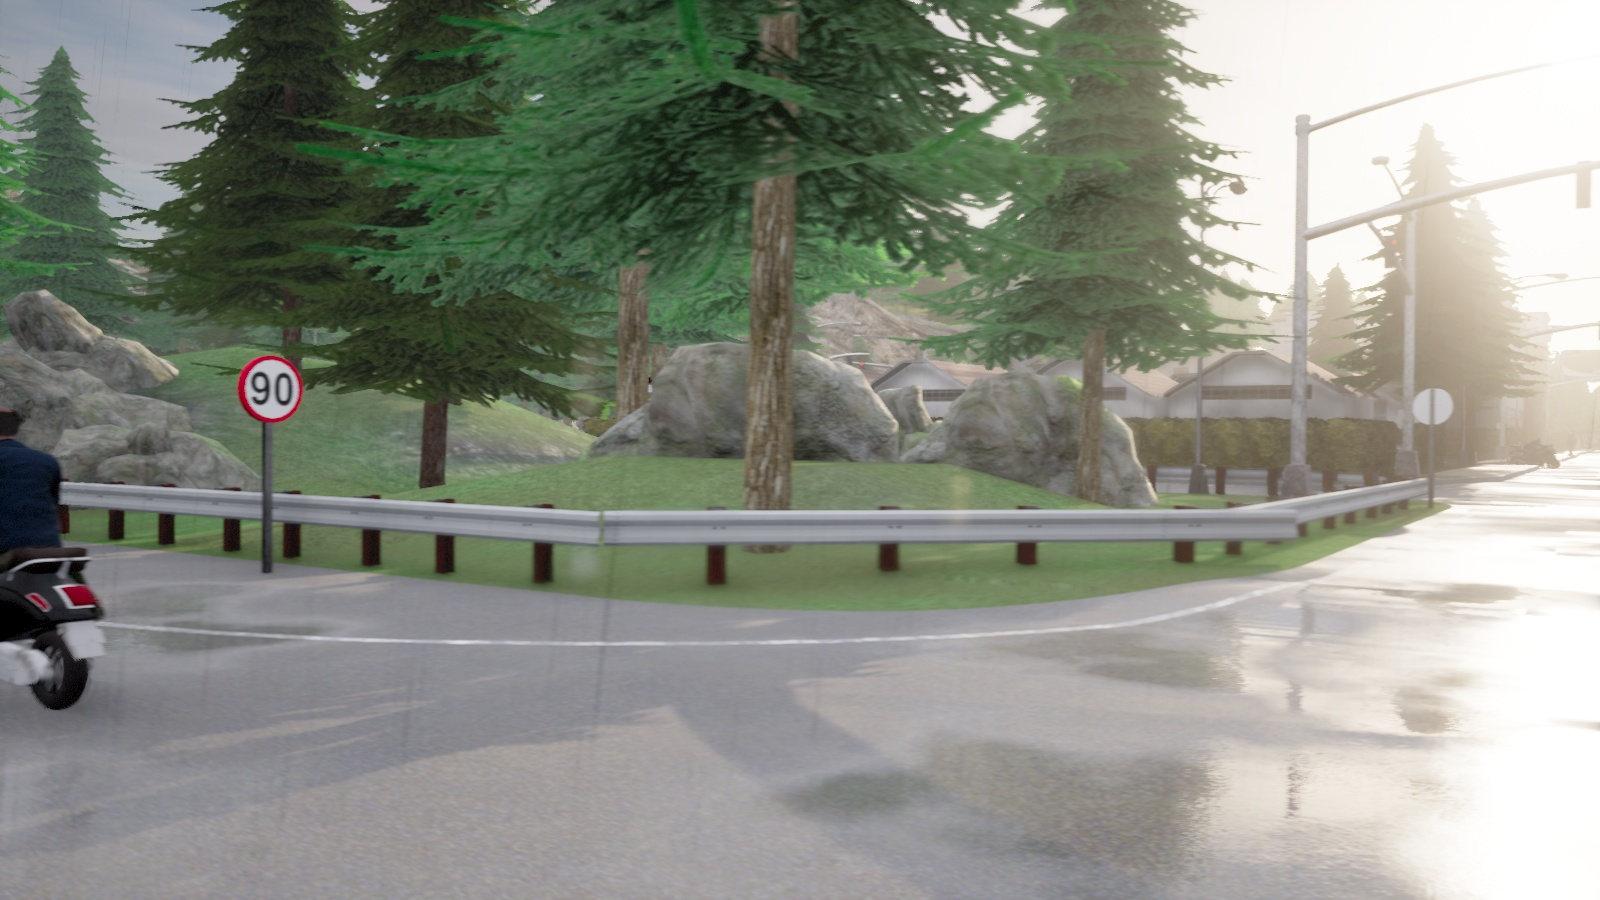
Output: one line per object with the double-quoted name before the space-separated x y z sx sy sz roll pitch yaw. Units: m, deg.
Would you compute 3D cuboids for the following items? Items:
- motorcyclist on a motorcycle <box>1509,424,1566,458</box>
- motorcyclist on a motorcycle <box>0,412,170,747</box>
"motorcyclist on a motorcycle" 35.455 -0.438 60.391 0.866 1.530 2.191 -5 3 -39
"motorcyclist on a motorcycle" -4.401 0.632 6.776 1.817 1.590 0.866 0 -2 27
